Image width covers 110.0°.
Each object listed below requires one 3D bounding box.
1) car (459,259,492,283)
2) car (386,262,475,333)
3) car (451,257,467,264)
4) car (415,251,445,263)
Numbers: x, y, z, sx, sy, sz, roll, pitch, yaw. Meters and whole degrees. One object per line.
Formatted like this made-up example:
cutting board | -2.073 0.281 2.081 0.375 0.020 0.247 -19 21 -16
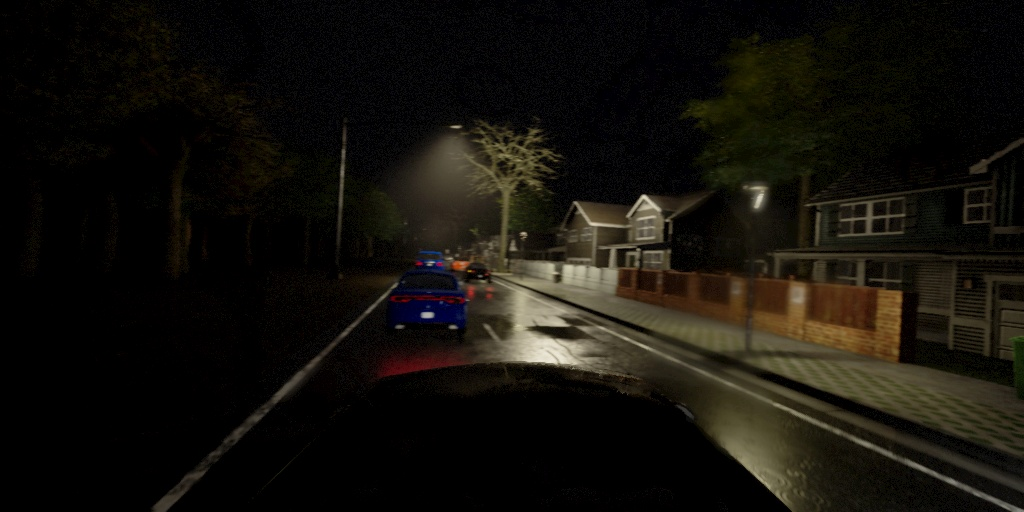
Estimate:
car | -2.691 1.206 27.144 1.812 1.442 4.674 3 0 -13
car | -2.394 1.119 10.276 1.882 1.535 5.008 3 0 -13
car | -6.013 0.891 41.709 2.097 1.767 4.553 3 0 -13
car | -6.569 0.691 28.606 2.150 2.045 5.566 3 0 -13
